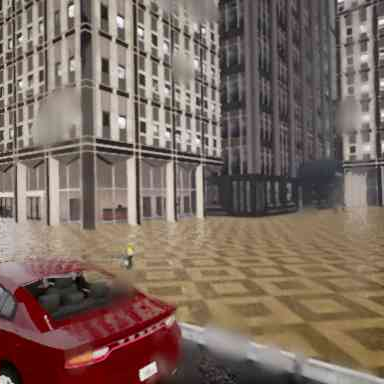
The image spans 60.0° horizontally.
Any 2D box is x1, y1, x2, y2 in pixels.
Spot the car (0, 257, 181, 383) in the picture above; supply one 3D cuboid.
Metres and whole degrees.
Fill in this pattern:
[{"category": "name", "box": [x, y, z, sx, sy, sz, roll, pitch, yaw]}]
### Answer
[{"category": "car", "box": [-2.227, 1.566, 4.448, 4.507, 1.381, 1.887, 0, -1, 36]}]
